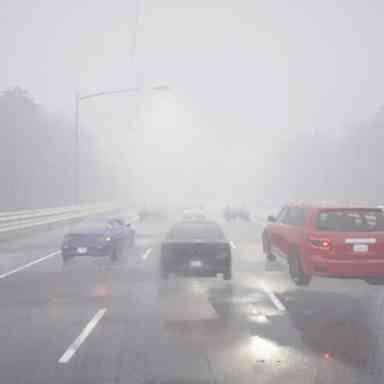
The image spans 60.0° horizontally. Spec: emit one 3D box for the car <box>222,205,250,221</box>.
[{"bbox_3d":[3.695,1.771,28.818,1.895,1.301,4.718,0,0,0],"label":"car"}]

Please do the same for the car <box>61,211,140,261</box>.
[{"bbox_3d":[-3.369,1.620,12.530,1.812,1.442,4.674,0,0,0],"label":"car"}]

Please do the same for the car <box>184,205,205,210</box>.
[{"bbox_3d":[0.196,1.770,28.845,1.895,1.301,4.718,0,0,0],"label":"car"}]

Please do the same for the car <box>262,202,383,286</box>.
[{"bbox_3d":[3.613,1.300,9.769,2.150,2.045,5.566,0,0,0],"label":"car"}]

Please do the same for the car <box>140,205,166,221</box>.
[{"bbox_3d":[-3.305,1.770,28.893,1.895,1.301,4.718,0,0,0],"label":"car"}]

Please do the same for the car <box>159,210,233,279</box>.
[{"bbox_3d":[0.116,1.558,10.350,1.882,1.535,5.008,0,0,1],"label":"car"}]
